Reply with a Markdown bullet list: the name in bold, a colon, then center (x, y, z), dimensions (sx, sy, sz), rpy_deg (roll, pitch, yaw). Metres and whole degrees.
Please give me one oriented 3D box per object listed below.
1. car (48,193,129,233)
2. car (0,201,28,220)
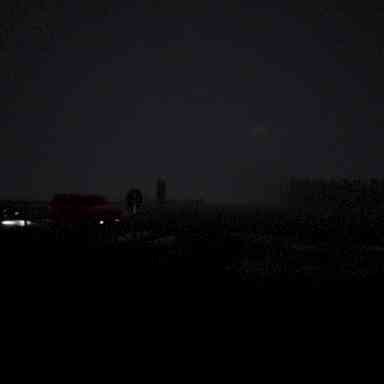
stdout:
- **car**: center (-6.185, 1.126, 19.574), dimensions (5.566, 2.045, 2.150), rpy_deg (1, 0, 36)
- **car**: center (-14.429, 1.353, 25.290), dimensions (4.181, 1.385, 1.994), rpy_deg (1, 0, 33)
